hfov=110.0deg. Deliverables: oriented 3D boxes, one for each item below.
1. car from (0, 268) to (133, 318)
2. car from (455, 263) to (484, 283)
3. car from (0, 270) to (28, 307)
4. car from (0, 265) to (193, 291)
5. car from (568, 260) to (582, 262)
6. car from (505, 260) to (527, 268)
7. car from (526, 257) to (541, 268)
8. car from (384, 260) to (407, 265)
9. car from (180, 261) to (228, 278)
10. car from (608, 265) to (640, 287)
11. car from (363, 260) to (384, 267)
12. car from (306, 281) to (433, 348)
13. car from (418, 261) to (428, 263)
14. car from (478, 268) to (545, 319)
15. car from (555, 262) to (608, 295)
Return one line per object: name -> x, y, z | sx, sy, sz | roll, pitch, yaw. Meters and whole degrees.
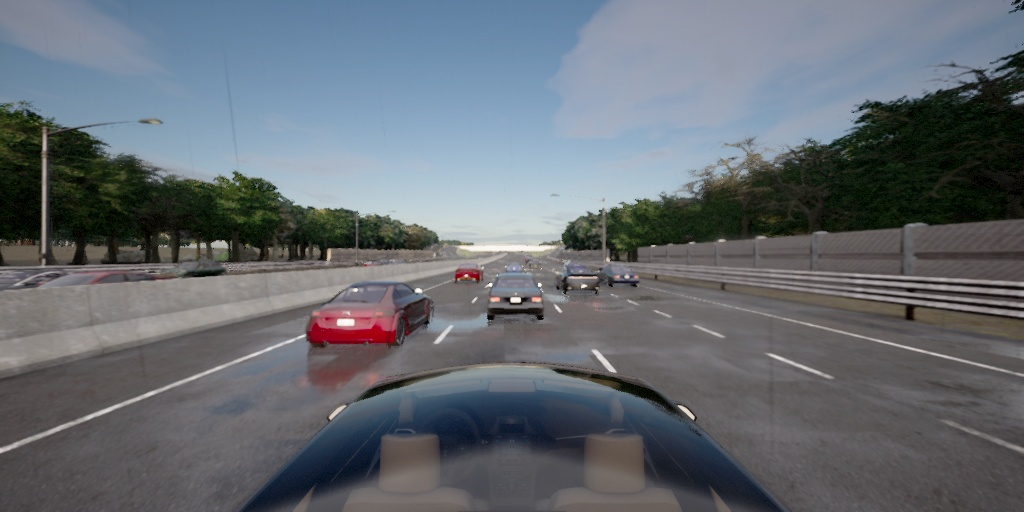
car -> -17.581, 1.264, 13.149 | 2.128, 1.511, 4.902 | 0, 0, 0
car -> -3.319, 1.296, 28.559 | 1.882, 1.535, 5.008 | 0, 0, 0
car -> -21.083, 1.297, 12.594 | 1.812, 1.442, 4.674 | 0, 0, 0
car -> -14.085, 1.248, 12.132 | 1.882, 1.535, 5.008 | 0, 0, 0
car -> 7.277, 1.207, 41.923 | 2.097, 1.767, 4.553 | 0, 0, 1
car -> 0.260, 1.396, 39.985 | 2.033, 1.411, 5.357 | 0, 0, 1
car -> 3.870, 1.387, 60.783 | 2.128, 1.511, 4.902 | 0, 0, 1
car -> -17.267, 1.383, 54.328 | 1.837, 1.490, 4.892 | 0, 0, 1
car -> -24.518, 1.165, 27.658 | 2.097, 1.767, 4.553 | 0, 0, 0
car -> 7.159, 1.356, 24.792 | 2.033, 1.411, 5.357 | 0, 0, 0
car -> -20.762, 1.479, 54.370 | 1.895, 1.301, 4.718 | 0, 0, 1
car -> -3.391, 1.329, 9.327 | 1.994, 1.385, 4.181 | 0, 0, 0
car -> -13.769, 1.480, 54.392 | 1.895, 1.301, 4.718 | 0, 0, 1
car -> 0.115, 1.321, 12.856 | 2.033, 1.411, 5.357 | 0, 0, 0
car -> 3.538, 1.286, 19.997 | 2.128, 1.511, 4.902 | 0, 0, 0
